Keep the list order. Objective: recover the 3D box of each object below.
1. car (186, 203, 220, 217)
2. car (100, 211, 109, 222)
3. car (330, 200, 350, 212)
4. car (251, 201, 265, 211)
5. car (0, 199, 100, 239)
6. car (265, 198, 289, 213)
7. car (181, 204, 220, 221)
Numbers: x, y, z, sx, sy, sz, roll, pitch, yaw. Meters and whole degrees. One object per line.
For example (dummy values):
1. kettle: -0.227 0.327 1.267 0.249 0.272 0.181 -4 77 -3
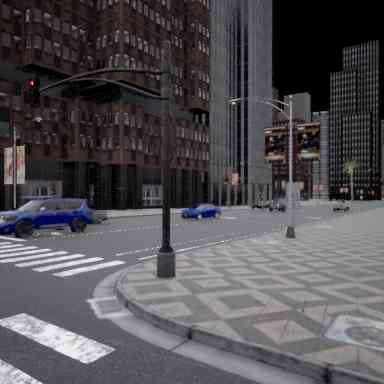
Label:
1. car: 1.298 2.053 38.504 1.994 1.385 4.181 0 -1 35
2. car: -8.648 1.786 24.416 2.033 1.411 5.357 0 -1 35
3. car: 24.184 2.430 53.688 2.033 1.411 5.357 0 -1 34
4. car: 10.962 2.136 52.045 1.895 1.301 4.718 0 -1 35
5. car: -8.416 1.403 19.115 2.150 2.045 5.566 0 -1 35
6. car: 13.425 1.950 49.902 2.150 2.045 5.566 0 -1 35
7. car: 0.904 1.894 32.314 1.882 1.535 5.008 0 0 35
